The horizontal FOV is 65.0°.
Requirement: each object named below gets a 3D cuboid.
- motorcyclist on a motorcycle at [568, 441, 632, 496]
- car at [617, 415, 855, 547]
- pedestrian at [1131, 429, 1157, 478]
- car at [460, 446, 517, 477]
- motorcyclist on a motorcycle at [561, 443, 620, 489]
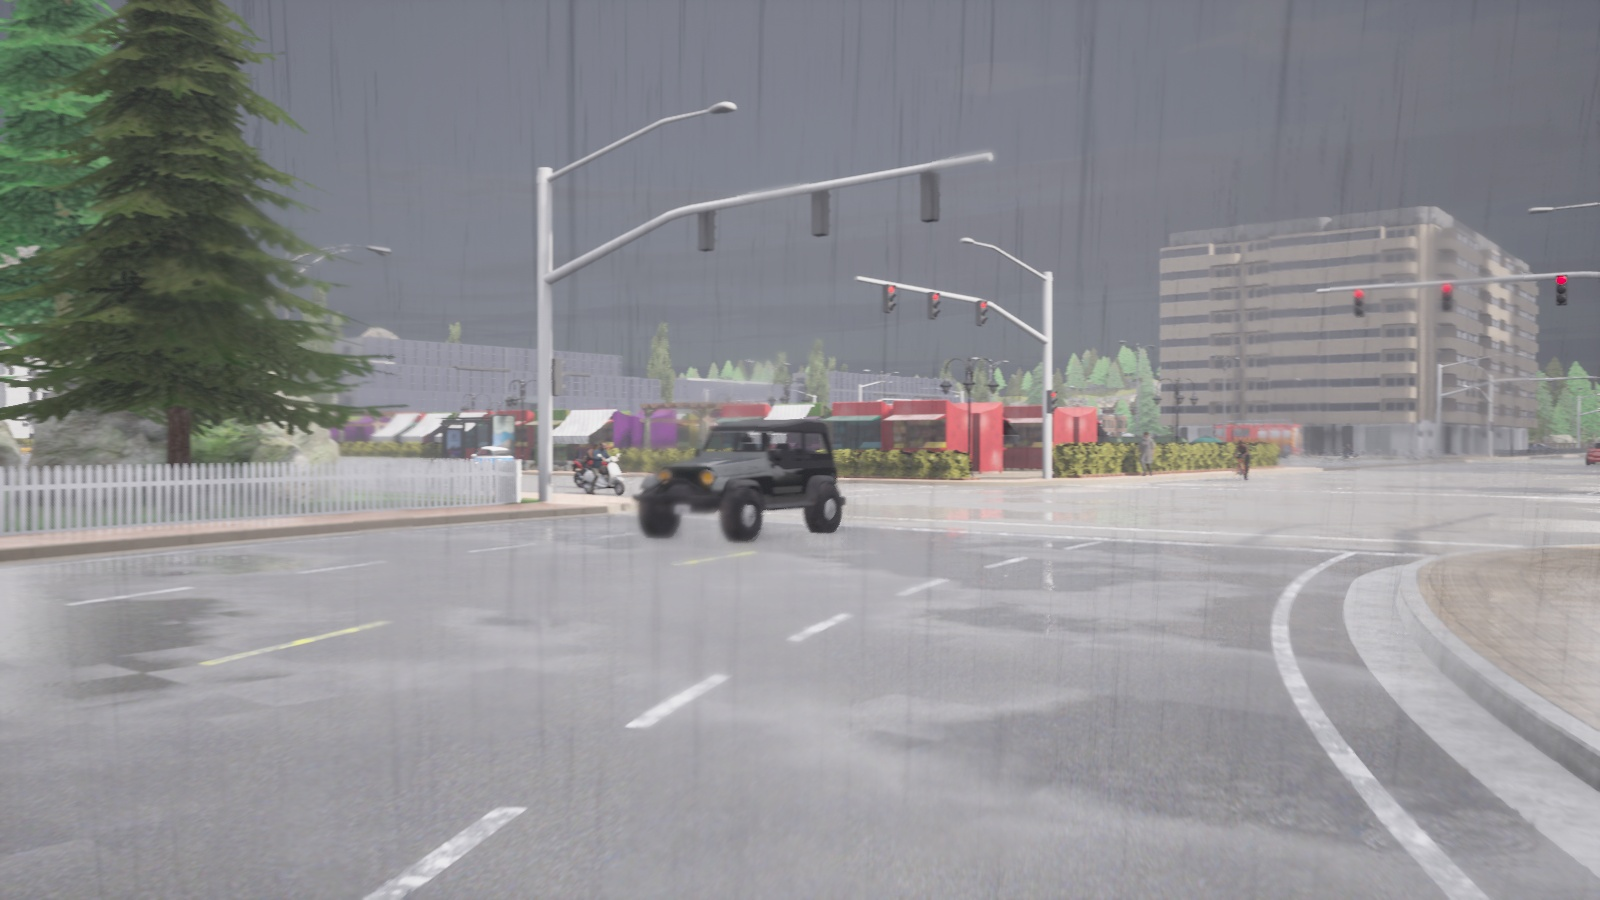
[{"bbox_3d":[-5.916,0.533,37.165,1.817,1.590,0.866,0,0,39],"label":"motorcyclist on a motorcycle"},{"bbox_3d":[-0.916,0.428,20.002,1.905,1.878,3.866,0,0,32],"label":"car"},{"bbox_3d":[13.858,0.141,50.590,0.659,1.952,0.873,0,0,41],"label":"pedestrian"},{"bbox_3d":[-14.190,0.505,57.267,2.207,1.376,1.481,1,1,39],"label":"car"},{"bbox_3d":[-7.115,0.529,42.614,2.044,1.523,0.797,0,0,39],"label":"motorcyclist on a motorcycle"}]
